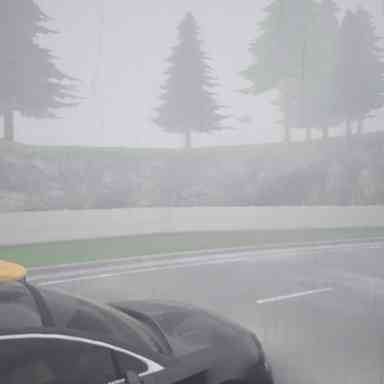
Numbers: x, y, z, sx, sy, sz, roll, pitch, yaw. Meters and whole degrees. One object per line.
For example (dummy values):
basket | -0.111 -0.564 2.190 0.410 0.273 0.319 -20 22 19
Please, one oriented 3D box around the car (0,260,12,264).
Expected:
car | -4.979 1.413 4.511 5.008 1.535 1.882 0 0 -37

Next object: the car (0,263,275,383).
car | -1.490 1.474 2.378 4.892 1.490 1.837 0 0 -35
